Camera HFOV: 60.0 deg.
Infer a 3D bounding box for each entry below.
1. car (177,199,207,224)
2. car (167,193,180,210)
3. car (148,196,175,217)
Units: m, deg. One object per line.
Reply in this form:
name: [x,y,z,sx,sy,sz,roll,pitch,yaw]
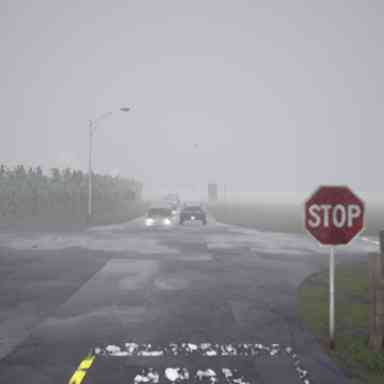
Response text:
car: [0.056,1.466,24.718,1.837,1.490,4.892,0,0,0]
car: [-2.924,1.291,41.358,2.097,1.767,4.553,0,0,0]
car: [-2.910,1.432,31.073,1.882,1.535,5.008,0,0,0]
